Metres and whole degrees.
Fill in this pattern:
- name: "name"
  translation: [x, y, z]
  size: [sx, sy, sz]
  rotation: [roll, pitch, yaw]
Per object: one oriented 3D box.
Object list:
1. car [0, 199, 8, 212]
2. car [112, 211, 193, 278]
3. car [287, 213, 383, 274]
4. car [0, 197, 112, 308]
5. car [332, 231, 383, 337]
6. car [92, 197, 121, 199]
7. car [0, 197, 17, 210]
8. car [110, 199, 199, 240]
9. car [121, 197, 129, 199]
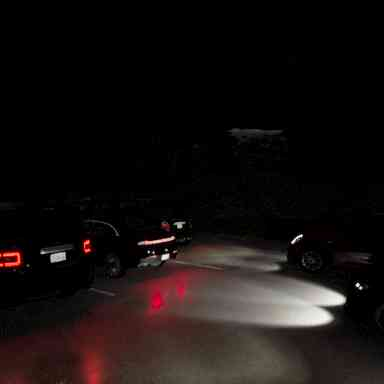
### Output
- name: "car"
  translation: [-22.056, 1.474, 35.010]
  size: [1.994, 1.385, 4.181]
  rotation: [0, 0, 36]
- name: "car"
  translation: [-2.666, 1.491, 10.154]
  size: [4.902, 1.511, 2.128]
  rotation: [0, 0, 36]
- name: "car"
  translation: [4.981, 1.352, 9.040]
  size: [4.553, 1.767, 2.097]
  rotation: [0, 0, 36]
- name: "car"
  translation: [-4.551, 1.221, 7.228]
  size: [5.566, 2.045, 2.150]
  rotation: [0, 0, 33]
- name: "car"
  translation: [4.607, 1.564, 4.996]
  size: [4.181, 1.385, 1.994]
  rotation: [0, 0, 36]
- name: "car"
  translation: [-12.864, 1.396, 46.051]
  size: [2.128, 1.511, 4.902]
  rotation: [0, 1, 44]
- name: "car"
  translation: [-23.762, 1.393, 39.663]
  size: [4.892, 1.490, 1.837]
  rotation: [0, 0, -44]
- name: "car"
  translation: [-2.206, 1.351, 14.123]
  size: [4.553, 1.767, 2.097]
  rotation: [0, 0, 35]
- name: "car"
  translation: [-11.189, 1.498, 52.414]
  size: [4.718, 1.301, 1.895]
  rotation: [0, 0, -41]
